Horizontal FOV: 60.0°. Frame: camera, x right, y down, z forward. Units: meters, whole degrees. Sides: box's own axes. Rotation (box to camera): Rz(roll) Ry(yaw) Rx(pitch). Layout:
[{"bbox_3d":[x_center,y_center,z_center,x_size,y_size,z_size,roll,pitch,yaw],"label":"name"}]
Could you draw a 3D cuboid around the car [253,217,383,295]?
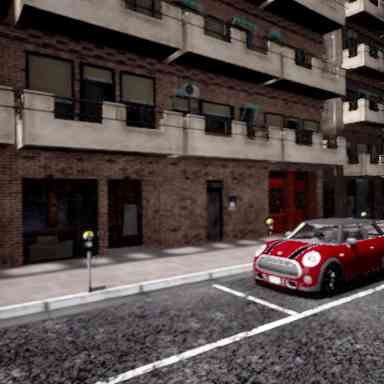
[{"bbox_3d":[3.472,1.436,8.591,4.097,1.590,1.967,0,-1,-36],"label":"car"}]
